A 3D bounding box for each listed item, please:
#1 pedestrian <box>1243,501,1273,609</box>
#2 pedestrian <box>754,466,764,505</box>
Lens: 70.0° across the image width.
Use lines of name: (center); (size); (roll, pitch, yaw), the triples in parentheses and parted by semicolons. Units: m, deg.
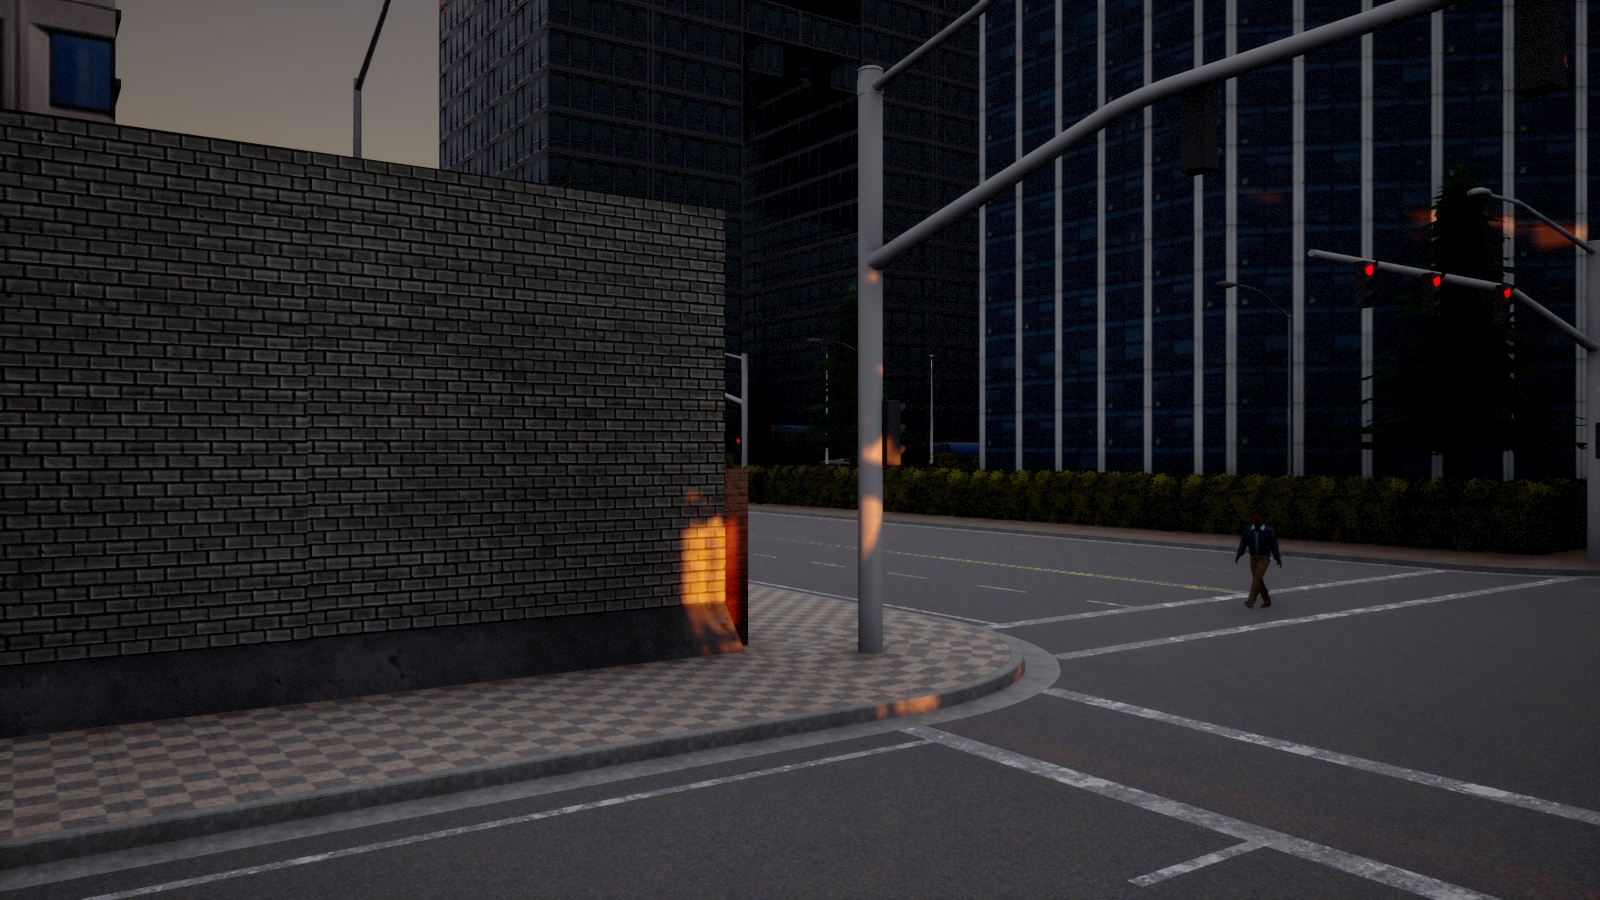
pedestrian: (8.097, 1.848, 20.189); (0.375, 1.860, 0.375); (0, 0, -43)
pedestrian: (-1.986, 1.698, 55.352); (0.375, 1.860, 0.375); (0, 0, -32)
